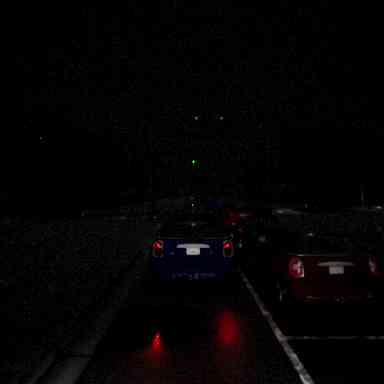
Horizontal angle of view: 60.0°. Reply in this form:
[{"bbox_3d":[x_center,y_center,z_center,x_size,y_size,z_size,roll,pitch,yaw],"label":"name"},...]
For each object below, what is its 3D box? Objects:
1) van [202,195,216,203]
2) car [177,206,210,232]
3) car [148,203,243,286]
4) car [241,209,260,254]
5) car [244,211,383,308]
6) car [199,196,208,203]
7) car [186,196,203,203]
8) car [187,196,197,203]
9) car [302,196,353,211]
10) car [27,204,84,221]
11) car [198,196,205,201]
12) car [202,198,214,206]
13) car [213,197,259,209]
[{"bbox_3d":[2.618,1.413,45.153,1.690,1.788,3.998,-1,0,0],"label":"van"},{"bbox_3d":[0.097,1.626,21.421,1.895,1.301,4.718,0,0,0],"label":"car"},{"bbox_3d":[0.017,1.361,9.606,2.097,1.767,4.553,0,0,0],"label":"car"},{"bbox_3d":[2.627,1.579,13.389,1.947,1.339,4.313,-1,0,0],"label":"car"},{"bbox_3d":[2.626,1.447,7.987,1.967,1.590,4.097,-1,0,0],"label":"car"},{"bbox_3d":[2.615,1.716,77.591,1.887,1.381,4.507,-1,0,0],"label":"car"},{"bbox_3d":[0.094,1.634,44.509,1.994,1.385,4.181,0,0,0],"label":"car"},{"bbox_3d":[-0.012,1.703,79.448,2.128,1.511,4.902,0,0,0],"label":"car"},{"bbox_3d":[13.565,1.155,33.493,4.892,1.490,1.837,-1,1,0],"label":"car"},{"bbox_3d":[-12.467,1.847,30.528,4.902,1.511,2.128,-2,1,1],"label":"car"},{"bbox_3d":[2.612,1.803,93.811,1.947,1.339,4.313,-1,0,0],"label":"car"},{"bbox_3d":[2.620,1.682,55.965,1.802,1.307,4.206,-1,0,0],"label":"car"},{"bbox_3d":[2.623,1.336,18.792,2.192,1.841,5.009,-1,0,0],"label":"car"}]
